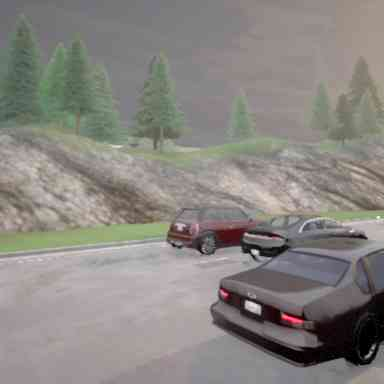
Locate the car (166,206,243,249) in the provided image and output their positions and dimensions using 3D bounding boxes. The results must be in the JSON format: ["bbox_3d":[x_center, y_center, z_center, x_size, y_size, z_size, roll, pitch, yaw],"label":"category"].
[{"bbox_3d":[1.302,1.326,13.259,4.553,1.767,2.097,0,0,-35],"label":"car"}]

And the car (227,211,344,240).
[{"bbox_3d":[3.749,1.465,10.703,4.902,1.511,2.128,0,0,-35],"label":"car"}]

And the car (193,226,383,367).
[{"bbox_3d":[2.831,1.531,5.765,5.357,1.411,2.033,0,0,-35],"label":"car"}]
